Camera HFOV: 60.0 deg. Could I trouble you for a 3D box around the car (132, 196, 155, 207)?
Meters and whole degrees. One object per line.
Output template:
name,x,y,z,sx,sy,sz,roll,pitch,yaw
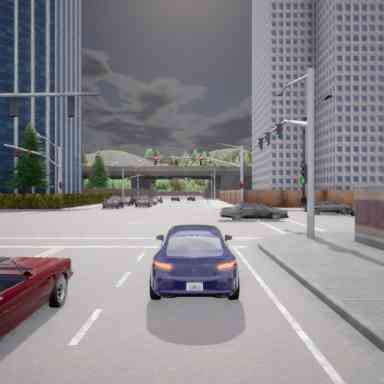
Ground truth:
car,-7.217,1.352,49.837,2.097,1.767,4.553,0,0,0

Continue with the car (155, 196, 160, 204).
car,-7.222,1.601,58.819,1.895,1.301,4.718,0,0,0

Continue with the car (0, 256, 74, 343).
car,-3.452,1.601,4.982,1.895,1.301,4.718,0,0,0

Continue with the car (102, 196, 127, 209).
car,-10.710,1.352,45.347,2.097,1.767,4.553,0,0,0

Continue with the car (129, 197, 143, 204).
car,-10.706,1.601,63.530,1.895,1.301,4.718,0,0,0

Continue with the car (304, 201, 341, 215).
car,13.548,1.564,33.472,4.181,1.385,1.994,0,0,0

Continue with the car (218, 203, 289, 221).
car,4.794,1.547,26.232,5.357,1.411,2.033,0,0,-1

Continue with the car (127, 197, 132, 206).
car,-10.723,1.491,54.307,2.128,1.511,4.902,0,0,0

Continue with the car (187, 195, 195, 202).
car,-0.184,1.477,74.528,1.837,1.490,4.892,0,0,0

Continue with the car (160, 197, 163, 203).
car,-7.169,1.564,68.866,1.994,1.385,4.181,0,0,0

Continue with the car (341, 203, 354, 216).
car,16.215,1.564,29.966,4.181,1.385,1.994,0,0,0

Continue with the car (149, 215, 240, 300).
car,0.058,1.526,8.252,1.812,1.442,4.674,0,0,0

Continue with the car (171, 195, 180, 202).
car,-3.684,1.501,74.519,1.812,1.442,4.674,0,0,0
